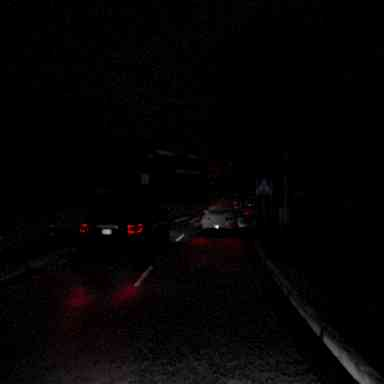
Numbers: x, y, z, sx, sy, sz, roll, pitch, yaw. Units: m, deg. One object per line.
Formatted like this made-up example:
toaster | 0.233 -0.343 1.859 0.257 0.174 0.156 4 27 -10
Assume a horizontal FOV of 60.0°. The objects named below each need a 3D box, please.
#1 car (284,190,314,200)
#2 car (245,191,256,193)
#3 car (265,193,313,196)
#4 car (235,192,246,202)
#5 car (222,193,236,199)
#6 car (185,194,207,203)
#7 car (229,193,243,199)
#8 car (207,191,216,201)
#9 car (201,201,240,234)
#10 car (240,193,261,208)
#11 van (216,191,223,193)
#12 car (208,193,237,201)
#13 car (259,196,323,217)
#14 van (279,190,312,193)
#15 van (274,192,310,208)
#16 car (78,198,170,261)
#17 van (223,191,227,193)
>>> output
car | 21.569 0.586 67.066 5.566 2.045 2.435 0 1 24
car | 16.053 0.595 93.725 2.435 2.045 5.566 0 -1 29
car | 9.255 1.214 30.873 4.553 1.767 2.185 0 0 16
car | 6.544 1.210 49.133 1.837 1.490 4.892 0 1 19
car | 8.763 0.892 78.825 2.002 1.452 4.674 0 0 25
car | 0.382 1.126 58.317 2.097 1.535 5.008 0 1 20
car | 11.104 0.869 83.849 2.002 1.452 4.674 0 0 26
car | 2.294 1.077 63.466 2.163 1.488 4.792 0 1 22
car | 1.637 1.491 18.981 1.812 1.442 4.674 0 0 9
car | 7.749 1.270 42.762 1.837 1.490 4.892 0 1 18
van | 4.306 0.741 68.538 1.878 1.987 4.442 0 1 23
car | 3.716 1.290 39.962 1.882 1.535 5.008 0 1 17
car | 8.467 1.363 28.234 4.892 1.521 2.231 0 0 16
van | 9.866 1.089 33.564 4.442 1.987 1.878 0 0 16
van | 13.152 0.975 43.854 4.442 1.987 1.878 0 1 18
car | -2.259 1.233 12.492 2.150 2.045 5.566 0 1 6
van | 6.442 0.674 73.648 1.878 1.987 4.442 0 0 24
